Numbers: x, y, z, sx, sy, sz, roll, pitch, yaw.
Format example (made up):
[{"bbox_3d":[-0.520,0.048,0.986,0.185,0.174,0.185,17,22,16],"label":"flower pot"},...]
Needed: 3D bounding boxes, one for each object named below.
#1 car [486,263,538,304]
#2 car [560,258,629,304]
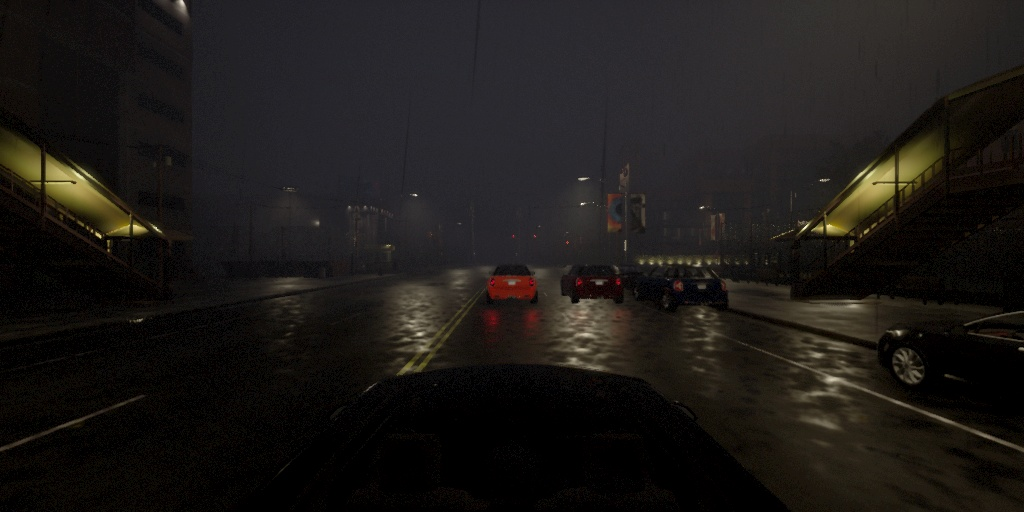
[{"bbox_3d":[0.000,1.113,16.469,2.097,1.767,4.553,0,0,0],"label":"car"},{"bbox_3d":[3.500,1.113,16.469,2.097,1.767,4.553,0,0,0],"label":"car"}]
